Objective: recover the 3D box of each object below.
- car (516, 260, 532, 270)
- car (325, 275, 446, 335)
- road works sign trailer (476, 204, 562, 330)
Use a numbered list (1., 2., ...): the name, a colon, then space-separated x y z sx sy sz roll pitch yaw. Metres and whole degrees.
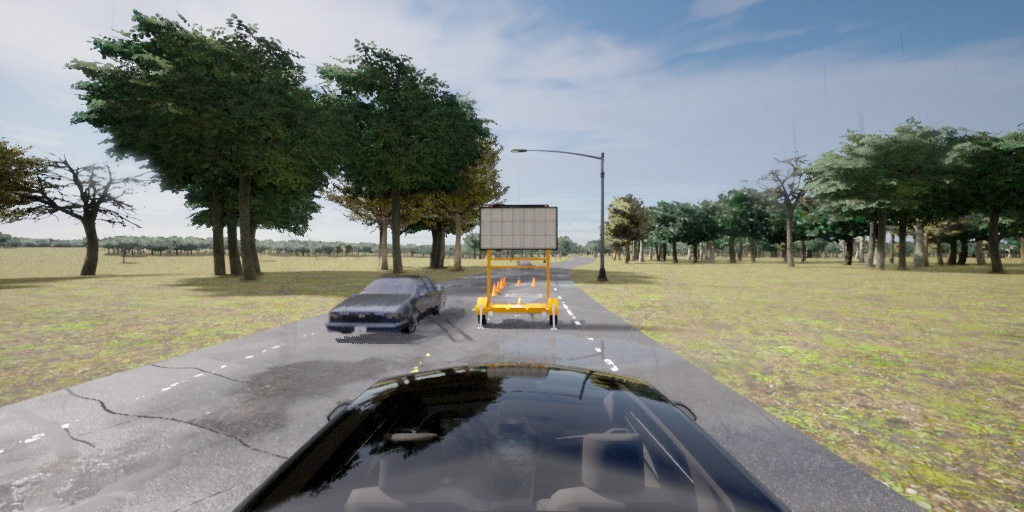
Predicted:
1. car: 1.836 1.318 53.648 1.812 1.442 4.674 0 0 12
2. car: -3.356 1.296 10.836 2.033 1.411 5.357 0 0 2
3. road works sign trailer: 0.205 0.215 11.159 2.380 3.560 2.880 0 0 3
